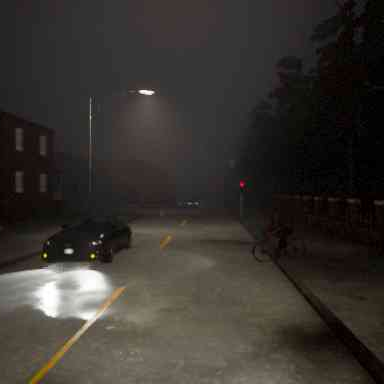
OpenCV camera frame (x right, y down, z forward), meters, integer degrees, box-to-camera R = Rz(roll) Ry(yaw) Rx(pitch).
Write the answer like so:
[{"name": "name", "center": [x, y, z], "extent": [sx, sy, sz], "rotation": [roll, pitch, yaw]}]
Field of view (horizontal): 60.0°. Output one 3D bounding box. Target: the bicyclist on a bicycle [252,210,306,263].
[{"name": "bicyclist on a bicycle", "center": [2.652, 1.355, 10.305], "extent": [1.656, 1.620, 0.582], "rotation": [-5, 0, 3]}]

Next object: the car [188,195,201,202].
[{"name": "car", "center": [0.298, 1.416, 67.911], "extent": [1.994, 1.385, 4.181], "rotation": [1, 0, 4]}]

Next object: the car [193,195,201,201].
[{"name": "car", "center": [1.280, 1.532, 83.417], "extent": [1.837, 1.490, 4.892], "rotation": [0, 0, 4]}]

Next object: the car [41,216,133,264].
[{"name": "car", "center": [-3.452, 1.538, 11.657], "extent": [1.994, 1.385, 4.181], "rotation": [0, 0, 4]}]
